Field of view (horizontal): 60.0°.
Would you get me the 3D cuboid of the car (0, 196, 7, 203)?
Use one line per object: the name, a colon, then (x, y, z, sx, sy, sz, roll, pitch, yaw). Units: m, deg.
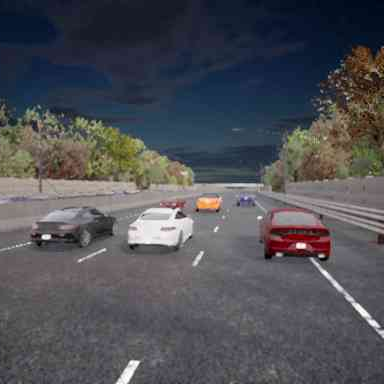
car: (-16.427, 1.059, 30.005, 2.033, 1.411, 5.357, 0, 1, 9)

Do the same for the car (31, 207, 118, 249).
car: (-4.551, 1.309, 13.466, 1.812, 1.442, 4.674, 0, 1, 9)

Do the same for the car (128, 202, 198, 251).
car: (-1.085, 1.323, 12.987, 1.812, 1.442, 4.674, 0, 1, 9)

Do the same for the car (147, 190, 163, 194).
car: (-7.045, 0.345, 68.203, 2.097, 1.767, 4.553, 0, 1, 9)

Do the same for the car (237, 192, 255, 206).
car: (6.544, 0.761, 40.358, 2.097, 1.767, 4.553, 0, 1, 9)

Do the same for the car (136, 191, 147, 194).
car: (-10.405, 0.490, 69.391, 2.128, 1.511, 4.902, 0, 1, 9)

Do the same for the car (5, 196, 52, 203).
car: (-13.159, 1.146, 28.201, 1.895, 1.301, 4.718, 0, 1, 9)

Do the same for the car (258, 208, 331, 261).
car: (3.396, 1.306, 11.691, 1.882, 1.535, 5.008, 0, 1, 9)

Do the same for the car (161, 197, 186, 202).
car: (-1.822, 1.121, 31.619, 1.895, 1.301, 4.718, 0, 1, 9)

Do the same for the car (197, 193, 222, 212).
car: (1.716, 0.880, 31.624, 2.097, 1.767, 4.553, 0, 1, 9)

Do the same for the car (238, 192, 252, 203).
car: (7.944, 0.818, 50.185, 2.033, 1.411, 5.357, 0, 1, 9)

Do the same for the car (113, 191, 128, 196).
car: (-14.334, 0.515, 66.812, 1.812, 1.442, 4.674, 0, 1, 9)
